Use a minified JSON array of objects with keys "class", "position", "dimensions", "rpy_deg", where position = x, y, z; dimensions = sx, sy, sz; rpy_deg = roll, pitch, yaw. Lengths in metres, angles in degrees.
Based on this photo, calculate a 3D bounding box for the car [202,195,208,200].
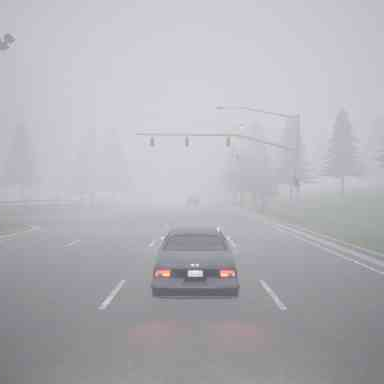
[{"class":"car","position":[3.644,1.500,94.143],"dimensions":[1.837,1.490,4.892],"rpy_deg":[0,0,0]}]

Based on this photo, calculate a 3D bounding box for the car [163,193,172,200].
[{"class":"car","position":[-6.856,1.225,94.189],"dimensions":[2.150,2.045,5.566],"rpy_deg":[0,0,0]}]

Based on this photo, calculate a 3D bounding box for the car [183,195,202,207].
[{"class":"car","position":[0.078,1.352,52.672],"dimensions":[2.097,1.767,4.553],"rpy_deg":[0,0,0]}]

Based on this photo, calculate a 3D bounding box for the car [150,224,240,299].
[{"class":"car","position":[0.079,1.547,8.633],"dimensions":[2.033,1.411,5.357],"rpy_deg":[0,0,1]}]

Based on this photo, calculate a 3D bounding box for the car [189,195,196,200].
[{"class":"car","position":[0.144,1.540,94.148],"dimensions":[2.033,1.411,5.357],"rpy_deg":[0,0,0]}]

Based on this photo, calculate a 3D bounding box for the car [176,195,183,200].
[{"class":"car","position":[-3.356,1.524,94.154],"dimensions":[1.812,1.442,4.674],"rpy_deg":[0,0,0]}]
